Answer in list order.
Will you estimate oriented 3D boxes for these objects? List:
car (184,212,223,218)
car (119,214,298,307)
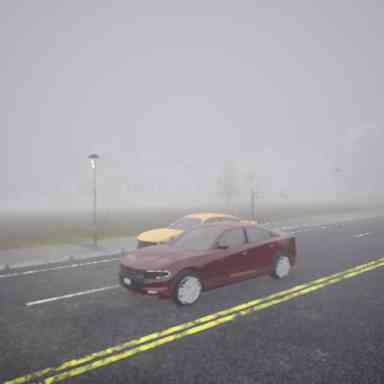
[{"bbox_3d":[0.362,1.548,12.324,5.008,1.535,1.882,-1,0,-39],"label":"car"},{"bbox_3d":[0.623,1.519,8.367,5.008,1.535,1.882,-1,0,-39],"label":"car"}]
